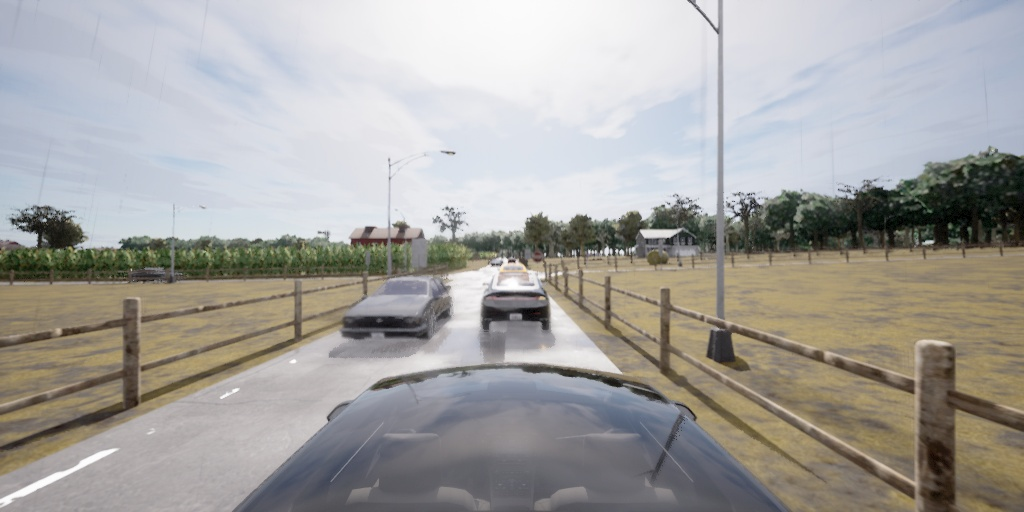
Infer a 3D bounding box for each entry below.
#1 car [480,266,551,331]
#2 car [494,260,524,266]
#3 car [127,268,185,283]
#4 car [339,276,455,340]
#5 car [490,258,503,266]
[{"bbox_3d":[0.093,1.243,11.011,2.128,1.511,4.902,0,0,0],"label":"car"},{"bbox_3d":[0.085,1.221,22.418,1.882,1.535,5.008,0,0,0],"label":"car"},{"bbox_3d":[-36.557,1.979,36.908,4.892,1.490,1.837,-1,-2,0],"label":"car"},{"bbox_3d":[-2.853,1.298,10.270,2.033,1.411,5.357,0,0,0],"label":"car"},{"bbox_3d":[-2.834,1.204,64.470,2.033,1.411,5.357,0,0,1],"label":"car"}]
